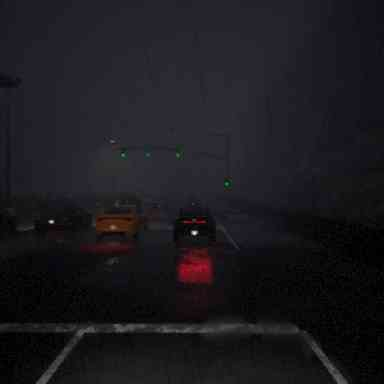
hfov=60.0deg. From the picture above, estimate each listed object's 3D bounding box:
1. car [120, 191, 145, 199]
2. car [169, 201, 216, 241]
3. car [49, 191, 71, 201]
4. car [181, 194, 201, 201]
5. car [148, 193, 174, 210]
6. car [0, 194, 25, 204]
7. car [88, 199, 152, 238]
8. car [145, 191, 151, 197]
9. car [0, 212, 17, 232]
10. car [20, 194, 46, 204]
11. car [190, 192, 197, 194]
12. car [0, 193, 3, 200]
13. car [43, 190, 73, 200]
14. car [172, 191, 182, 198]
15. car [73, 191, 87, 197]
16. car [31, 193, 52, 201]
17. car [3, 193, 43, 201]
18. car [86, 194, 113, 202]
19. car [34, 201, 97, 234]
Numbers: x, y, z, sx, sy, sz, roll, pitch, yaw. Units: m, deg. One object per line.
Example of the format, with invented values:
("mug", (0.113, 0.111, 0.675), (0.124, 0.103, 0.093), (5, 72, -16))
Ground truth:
("car", (-6.895, 1.049, 37.302), (2.097, 1.767, 4.553), (0, 1, 0))
("car", (0.101, 1.385, 15.966), (1.837, 1.490, 4.892), (0, 0, 0))
("car", (-24.341, 0.707, 61.460), (2.097, 1.767, 4.553), (0, 1, 0))
("car", (0.111, 1.252, 38.545), (1.994, 1.385, 4.181), (0, 1, 0))
("car", (-3.395, 1.206, 37.072), (1.837, 1.490, 4.892), (0, 1, 0))
("car", (-27.918, 1.088, 51.591), (1.994, 1.385, 4.181), (0, 1, 0))
("car", (-3.400, 1.352, 16.797), (1.882, 1.535, 5.008), (0, 0, 0))
("car", (-10.238, 0.551, 74.554), (1.882, 1.535, 5.008), (0, 1, 0))
("car", (-10.413, 1.406, 16.119), (1.812, 1.442, 4.674), (0, 0, 0))
("car", (-24.419, 1.091, 51.399), (1.994, 1.385, 4.181), (0, 1, 0))
("car", (0.262, 0.626, 74.469), (1.994, 1.385, 4.181), (0, 1, 0))
("car", (-24.493, 0.999, 41.538), (2.097, 1.767, 4.553), (0, 1, 0))
("car", (-20.919, 0.747, 51.403), (2.150, 2.045, 5.566), (0, 1, 0))
("car", (-3.252, 0.467, 72.795), (2.097, 1.767, 4.553), (0, 1, 0))
("car", (-20.840, 0.704, 61.595), (2.097, 1.767, 4.553), (0, 1, 0))
("car", (-27.839, 0.951, 61.681), (1.895, 1.301, 4.718), (0, 1, 0))
("car", (-20.993, 0.999, 41.521), (2.097, 1.767, 4.553), (0, 1, 0))
("car", (-10.391, 1.155, 38.935), (1.882, 1.535, 5.008), (0, 1, 0))
("car", (-6.899, 1.427, 18.329), (1.994, 1.385, 4.181), (0, 0, 0))
